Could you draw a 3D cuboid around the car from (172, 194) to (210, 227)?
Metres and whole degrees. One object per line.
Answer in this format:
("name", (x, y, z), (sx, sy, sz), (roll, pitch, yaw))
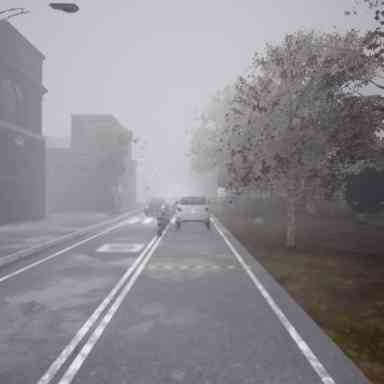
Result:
("car", (0.047, 1.193, 22.508), (2.150, 2.045, 5.566), (0, 0, 0))

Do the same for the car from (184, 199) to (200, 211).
("car", (-0.041, 1.531, 40.634), (1.895, 1.301, 4.718), (0, 0, 0))

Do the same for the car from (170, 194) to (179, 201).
("car", (-3.763, 1.287, 73.684), (1.812, 1.442, 4.674), (0, 0, -1))

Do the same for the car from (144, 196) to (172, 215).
("car", (-3.444, 1.305, 32.789), (2.097, 1.767, 4.553), (0, 0, 0))
